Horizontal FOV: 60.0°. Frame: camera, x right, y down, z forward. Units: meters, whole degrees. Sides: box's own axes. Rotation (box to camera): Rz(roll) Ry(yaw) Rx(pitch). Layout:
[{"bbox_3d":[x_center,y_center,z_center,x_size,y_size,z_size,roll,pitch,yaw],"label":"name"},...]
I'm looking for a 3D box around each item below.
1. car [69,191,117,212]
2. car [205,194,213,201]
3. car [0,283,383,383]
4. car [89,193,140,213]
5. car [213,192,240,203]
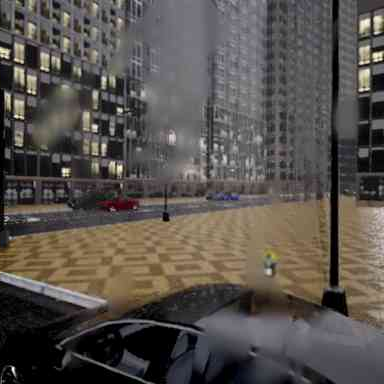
[{"bbox_3d":[-10.025,0.888,34.640,2.150,2.045,5.566,0,1,34],"label":"car"},{"bbox_3d":[4.288,0.811,55.455,2.033,1.411,5.357,0,1,35],"label":"car"},{"bbox_3d":[-0.025,1.571,3.043,4.313,1.339,1.947,0,0,35],"label":"car"},{"bbox_3d":[-7.300,1.162,32.868,1.882,1.535,5.008,0,1,34],"label":"car"},{"bbox_3d":[5.775,0.792,51.906,1.882,1.535,5.008,0,1,35],"label":"car"}]
